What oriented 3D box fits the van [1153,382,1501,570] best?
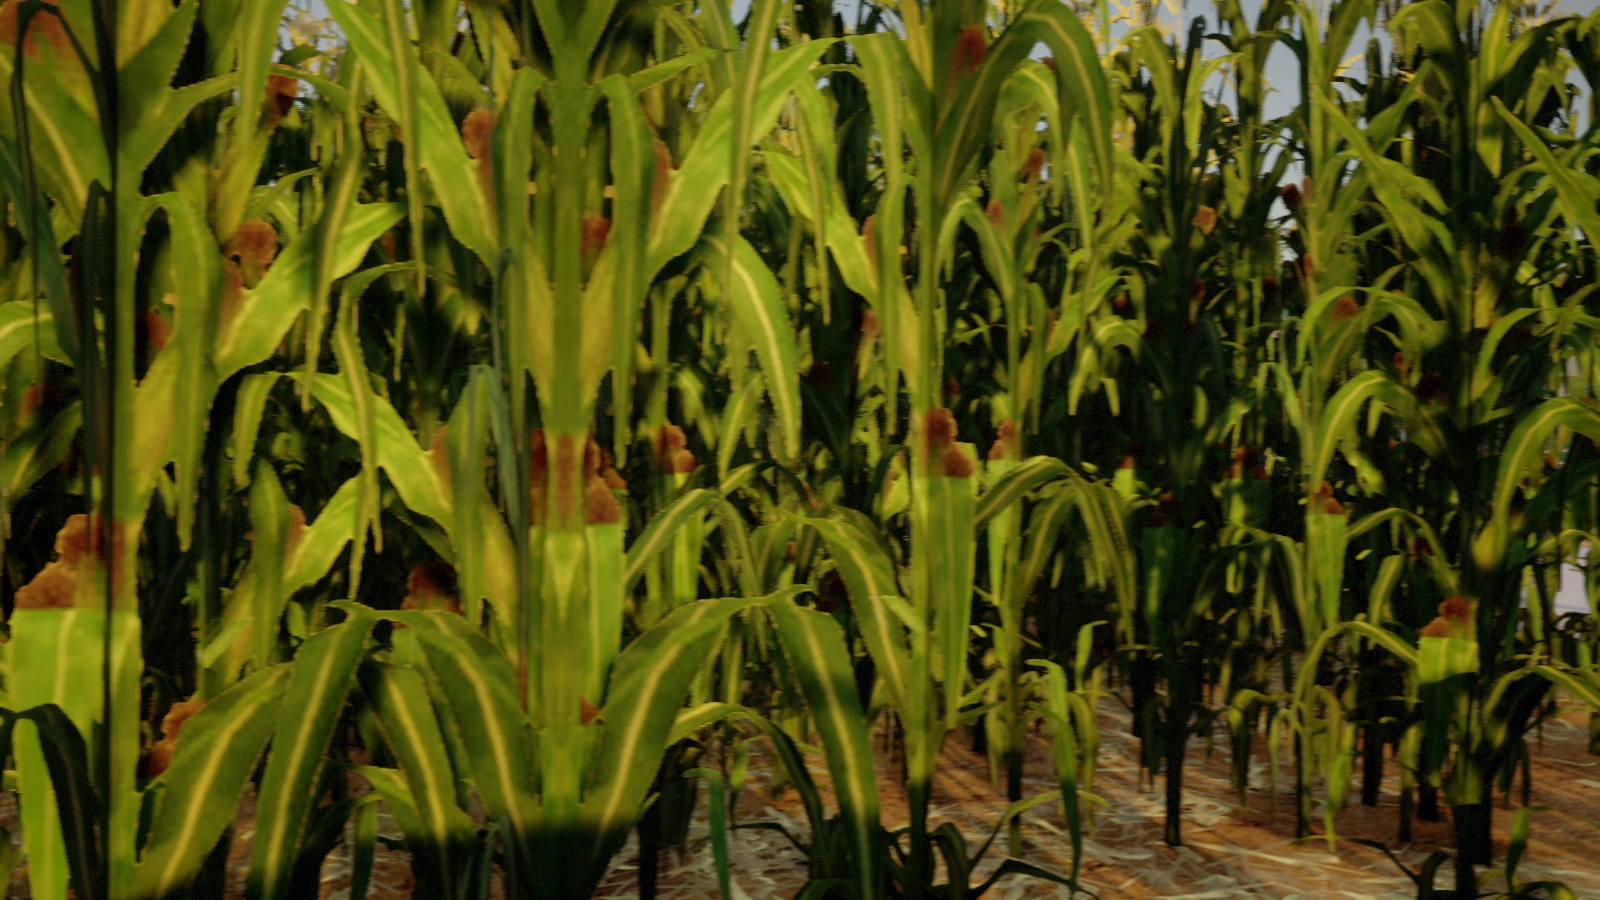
[{"bbox_3d":[6.309,0.240,15.692,1.775,1.987,4.442,-1,1,-12],"label":"van"}]
